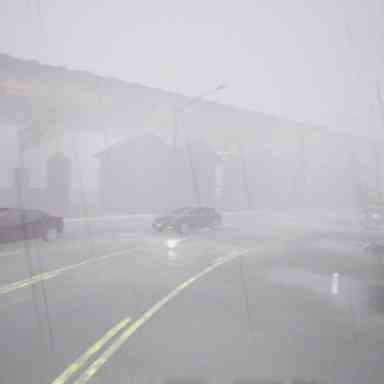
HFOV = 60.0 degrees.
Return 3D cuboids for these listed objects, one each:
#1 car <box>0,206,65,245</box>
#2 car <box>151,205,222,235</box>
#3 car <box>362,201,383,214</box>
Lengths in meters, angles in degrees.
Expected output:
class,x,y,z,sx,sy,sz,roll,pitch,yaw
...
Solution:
class,x,y,z,sx,sy,sz,roll,pitch,yaw
car,-7.491,1.364,13.399,1.882,1.535,5.008,1,0,25
car,-0.171,1.516,18.917,1.837,1.490,4.892,0,-1,40
car,23.253,1.889,41.512,5.008,1.535,1.882,1,0,-35
